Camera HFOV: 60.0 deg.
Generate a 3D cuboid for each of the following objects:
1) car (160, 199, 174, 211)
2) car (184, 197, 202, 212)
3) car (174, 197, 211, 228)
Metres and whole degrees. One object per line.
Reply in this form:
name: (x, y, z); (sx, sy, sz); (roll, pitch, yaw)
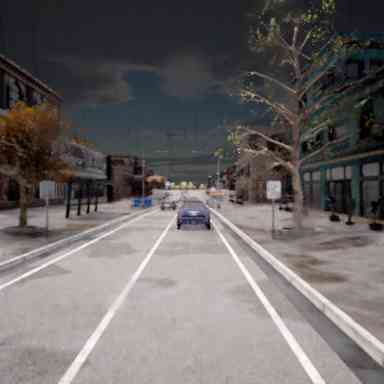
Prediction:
car: (-3.082, 1.629, 43.480); (2.128, 1.511, 4.902); (0, -1, 0)
car: (0.098, 1.437, 39.908); (2.097, 1.767, 4.553); (0, -1, 0)
car: (0.098, 1.350, 22.212); (2.097, 1.767, 4.553); (0, 0, 0)
